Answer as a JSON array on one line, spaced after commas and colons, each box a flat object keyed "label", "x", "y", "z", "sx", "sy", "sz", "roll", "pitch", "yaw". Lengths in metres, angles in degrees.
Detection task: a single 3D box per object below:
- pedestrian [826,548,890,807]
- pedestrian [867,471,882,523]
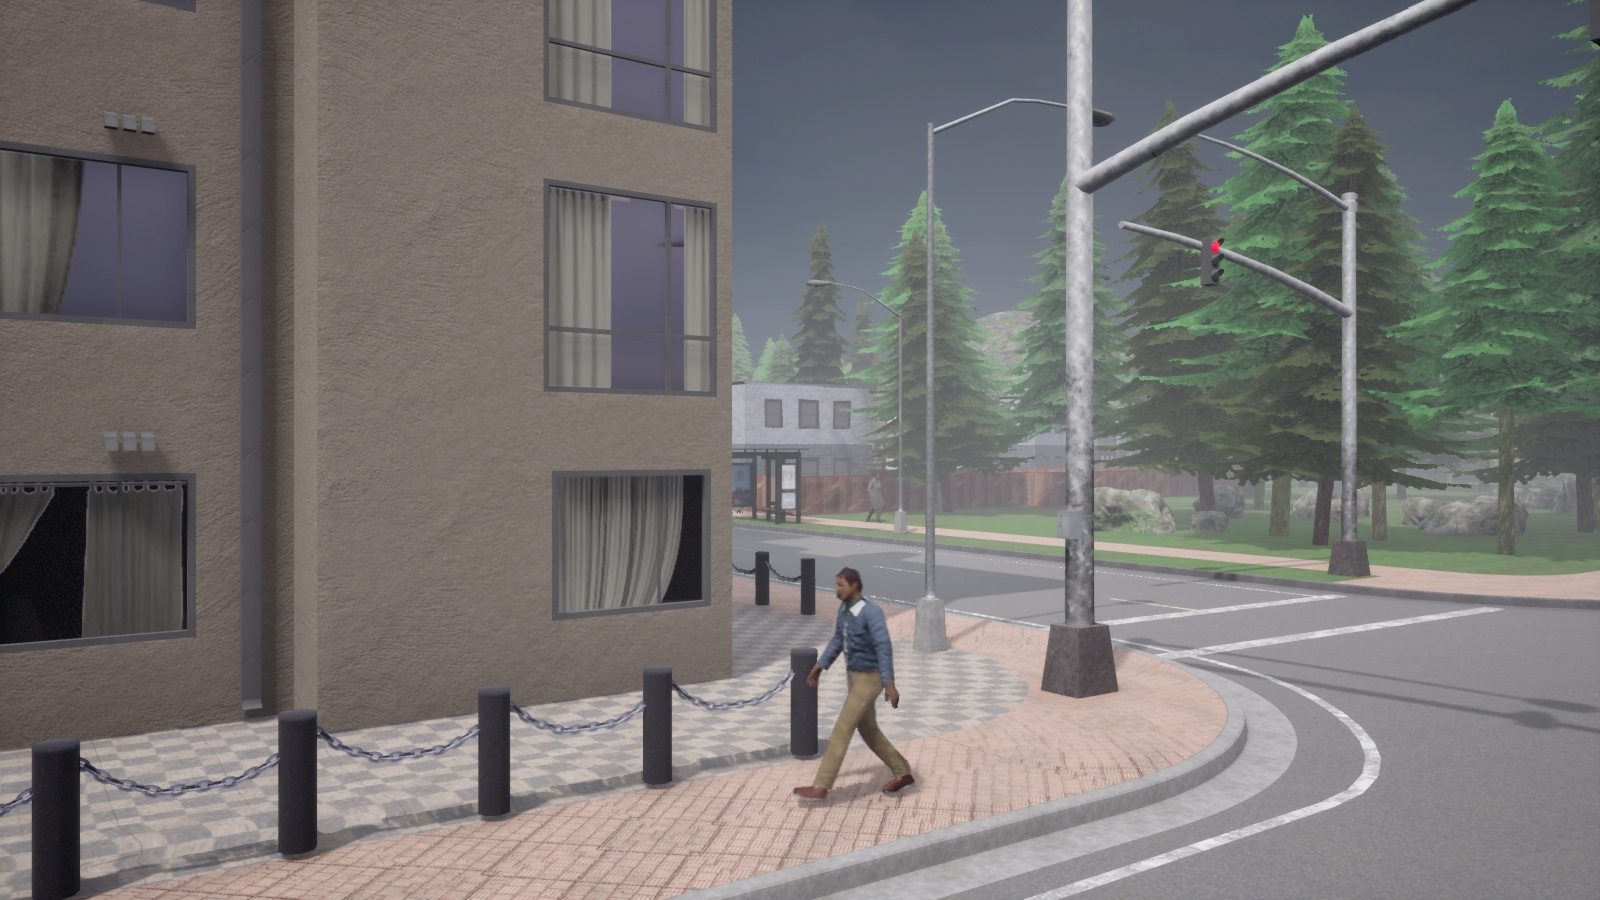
[{"label": "pedestrian", "x": 0.435, "y": 1.694, "z": 8.633, "sx": 0.375, "sy": 1.860, "sz": 0.375, "roll": 0, "pitch": 0, "yaw": -19}, {"label": "pedestrian", "x": 2.700, "y": 1.676, "z": 41.322, "sx": 0.375, "sy": 1.860, "sz": 0.375, "roll": 0, "pitch": 0, "yaw": -36}]
